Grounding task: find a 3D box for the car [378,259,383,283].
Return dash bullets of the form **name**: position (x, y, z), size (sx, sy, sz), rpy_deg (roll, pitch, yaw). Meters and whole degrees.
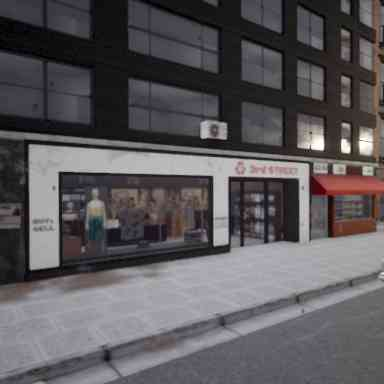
- **car**: position (6.189, 1.597, 7.488), size (4.718, 1.301, 1.895), rpy_deg (0, 0, -36)
